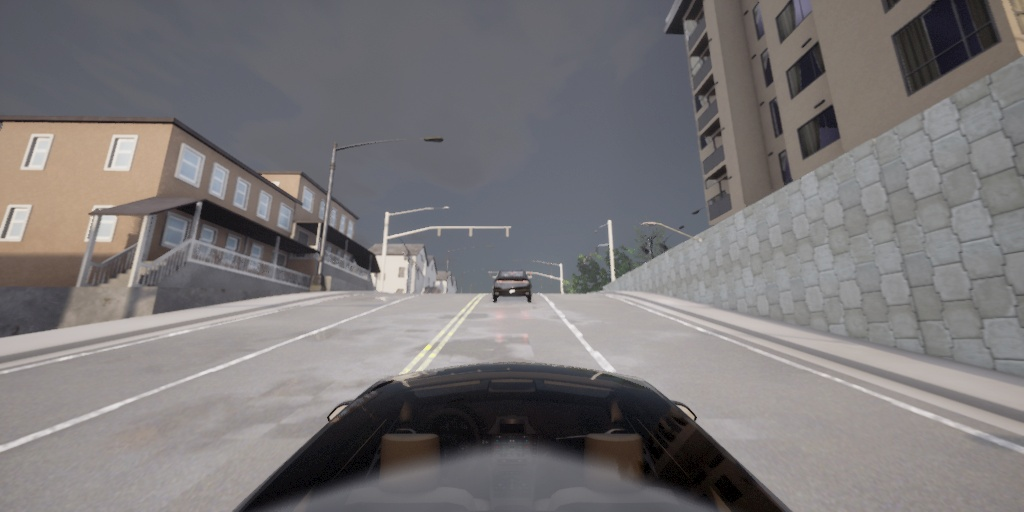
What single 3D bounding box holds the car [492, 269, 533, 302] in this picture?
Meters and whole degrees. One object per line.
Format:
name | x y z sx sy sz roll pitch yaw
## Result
car | 0.014 1.412 18.071 2.128 1.511 4.902 0 -2 0
